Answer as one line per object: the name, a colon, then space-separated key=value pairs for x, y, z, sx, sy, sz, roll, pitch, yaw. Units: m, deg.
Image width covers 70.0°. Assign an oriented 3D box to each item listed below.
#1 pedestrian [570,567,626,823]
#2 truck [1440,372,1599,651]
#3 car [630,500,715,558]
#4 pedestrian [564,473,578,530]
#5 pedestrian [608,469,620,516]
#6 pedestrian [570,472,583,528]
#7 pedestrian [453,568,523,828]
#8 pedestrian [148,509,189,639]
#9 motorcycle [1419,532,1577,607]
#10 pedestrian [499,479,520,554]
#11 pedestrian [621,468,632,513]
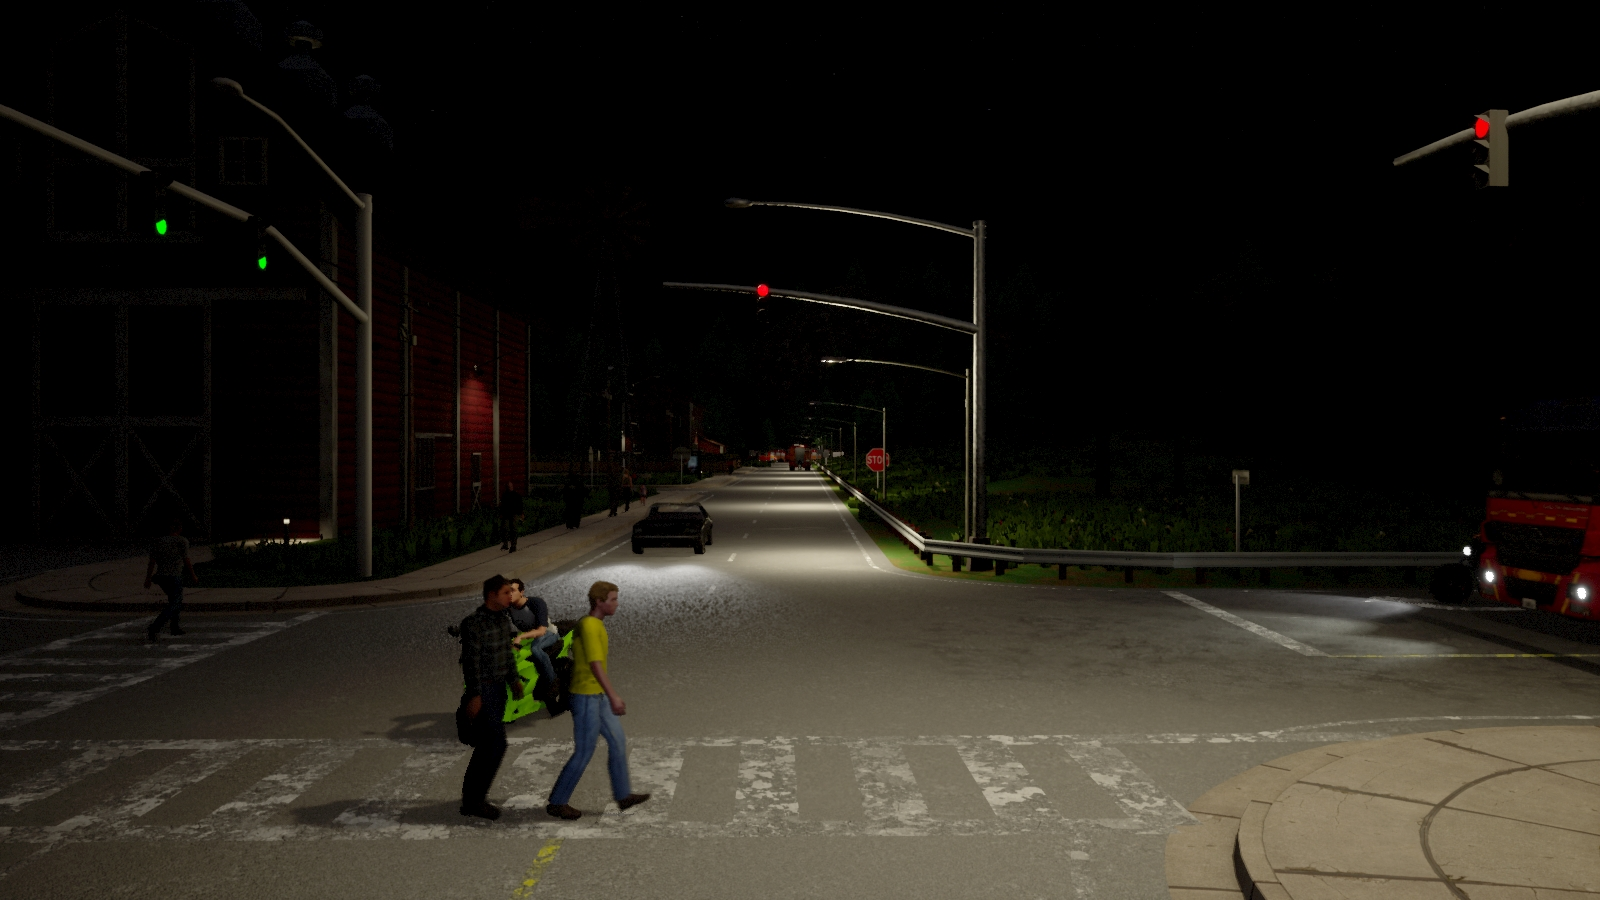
pedestrian: x=-1.528 y=1.838 z=8.670 sx=0.375 sy=1.860 sz=0.375 roll=0 pitch=0 yaw=-3
truck: x=14.667 y=0.854 z=17.197 sx=8.468 sy=3.827 sz=2.891 roll=0 pitch=0 yaw=-1
car: x=-3.455 y=2.136 z=31.771 sx=1.895 sy=1.301 sz=4.718 roll=0 pitch=0 yaw=0
pedestrian: x=-7.477 y=1.673 z=37.276 sx=0.375 sy=1.860 sz=0.375 roll=0 pitch=0 yaw=-1
pedestrian: x=-7.349 y=1.669 z=45.125 sx=0.375 sy=1.860 sz=0.375 roll=0 pitch=0 yaw=8
pedestrian: x=-7.466 y=1.671 z=38.158 sx=0.375 sy=1.860 sz=0.375 roll=0 pitch=0 yaw=-3
pedestrian: x=-2.338 y=1.837 z=8.574 sx=0.375 sy=1.860 sz=0.375 roll=0 pitch=0 yaw=11
pedestrian: x=-9.259 y=1.811 z=16.765 sx=0.375 sy=1.860 sz=0.375 roll=0 pitch=0 yaw=10
motorcycle: x=12.485 y=2.131 z=20.489 sx=2.356 sy=1.277 sz=0.764 roll=0 pitch=0 yaw=1
pedestrian: x=-7.338 y=1.679 z=28.890 sx=0.375 sy=1.860 sz=0.375 roll=0 pitch=0 yaw=13
pedestrian: x=-7.241 y=1.666 z=47.639 sx=0.375 sy=1.860 sz=0.375 roll=0 pitch=0 yaw=1
